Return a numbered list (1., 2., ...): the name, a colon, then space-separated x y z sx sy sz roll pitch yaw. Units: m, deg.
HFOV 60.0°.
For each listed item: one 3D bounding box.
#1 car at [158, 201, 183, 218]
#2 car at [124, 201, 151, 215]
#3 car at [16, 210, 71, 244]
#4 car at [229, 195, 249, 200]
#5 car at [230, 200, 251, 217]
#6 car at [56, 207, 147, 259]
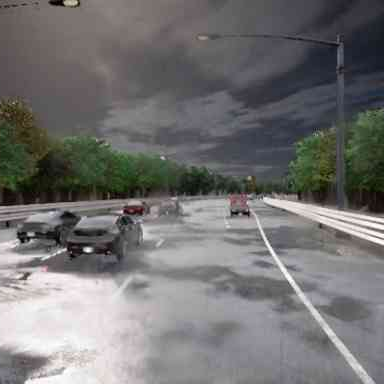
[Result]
1. car: -2.036 1.623 32.000 1.837 1.490 4.892 0 0 4
2. car: -5.435 1.599 33.362 1.882 1.535 5.008 0 0 5
3. car: -6.519 1.578 15.947 1.812 1.442 4.674 0 0 2
4. car: 6.096 1.398 44.184 2.150 2.045 5.566 0 0 7
5. car: 4.675 1.726 32.537 1.895 1.301 4.718 0 0 7
6. car: -3.140 1.548 12.719 1.837 1.490 4.892 0 0 2
